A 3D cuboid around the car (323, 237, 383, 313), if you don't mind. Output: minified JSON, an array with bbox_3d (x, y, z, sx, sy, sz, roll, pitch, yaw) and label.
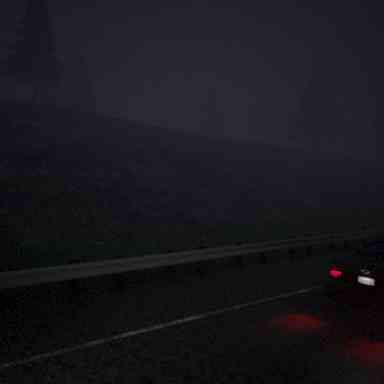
[{"bbox_3d":[5.120,1.611,7.157,5.357,1.411,2.033,1,0,-33],"label":"car"}]
